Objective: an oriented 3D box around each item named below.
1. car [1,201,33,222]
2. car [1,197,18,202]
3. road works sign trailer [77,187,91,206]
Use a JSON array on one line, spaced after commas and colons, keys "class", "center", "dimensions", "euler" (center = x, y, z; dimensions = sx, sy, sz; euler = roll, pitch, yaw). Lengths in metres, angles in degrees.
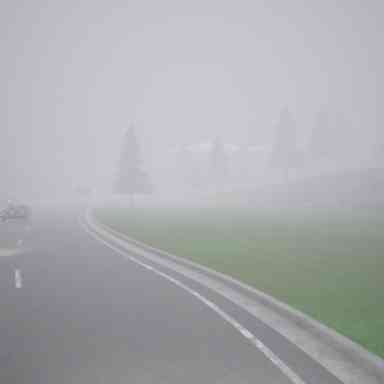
[{"class": "car", "center": [-15.195, 1.777, 29.050], "dimensions": [2.033, 1.411, 5.357], "euler": [-1, 0, -19]}, {"class": "car", "center": [-36.396, 1.791, 66.430], "dimensions": [2.097, 1.767, 4.553], "euler": [-1, 0, -12]}, {"class": "road works sign trailer", "center": [-20.217, 0.821, 62.408], "dimensions": [2.380, 3.560, 2.880], "euler": [-1, 0, -12]}]
